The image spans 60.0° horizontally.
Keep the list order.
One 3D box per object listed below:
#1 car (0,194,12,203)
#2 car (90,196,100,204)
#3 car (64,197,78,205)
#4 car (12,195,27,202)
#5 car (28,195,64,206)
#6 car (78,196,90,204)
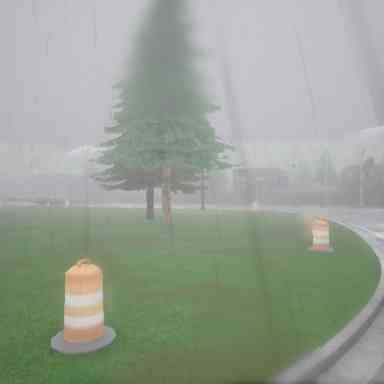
[{"bbox_3d":[-37.576,1.184,63.909,4.553,1.767,2.097,0,0,21],"label":"car"},{"bbox_3d":[-20.310,1.514,64.702,4.892,1.490,1.837,0,0,21],"label":"car"},{"bbox_3d":[-22.876,1.614,58.189,4.718,1.301,1.895,0,0,21],"label":"car"},{"bbox_3d":[-36.363,1.424,67.192,4.718,1.301,1.895,0,0,21],"label":"car"},{"bbox_3d":[-24.117,1.514,54.917,4.892,1.490,1.837,0,0,21],"label":"car"},{"bbox_3d":[-21.579,1.570,61.440,4.181,1.385,1.994,0,0,21],"label":"car"}]
